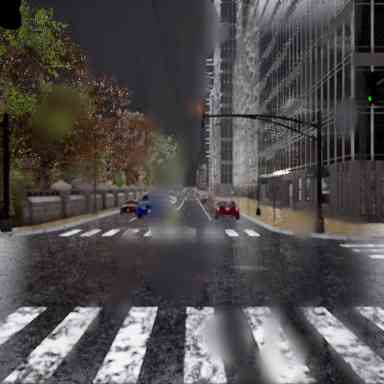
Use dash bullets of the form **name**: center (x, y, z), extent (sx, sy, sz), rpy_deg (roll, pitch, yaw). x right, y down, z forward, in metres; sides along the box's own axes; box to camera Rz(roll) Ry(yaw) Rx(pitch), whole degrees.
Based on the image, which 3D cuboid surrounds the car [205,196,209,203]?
- **car**: center (2.623, 1.393, 32.283), extent (1.947, 1.339, 4.313), rpy_deg (0, 0, 0)

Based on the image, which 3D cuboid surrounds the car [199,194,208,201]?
- **car**: center (2.537, 1.117, 72.224), extent (1.752, 1.417, 4.829), rpy_deg (0, 0, 0)

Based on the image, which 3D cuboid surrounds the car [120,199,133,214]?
- **car**: center (-5.758, 1.373, 32.263), extent (1.887, 1.381, 4.507), rpy_deg (0, 0, 0)

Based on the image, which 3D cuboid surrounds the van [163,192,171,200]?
- **van**: center (-5.855, 0.894, 77.726), extent (1.690, 1.788, 3.998), rpy_deg (0, 0, 0)

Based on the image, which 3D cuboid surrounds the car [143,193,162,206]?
- **car**: center (-5.794, 1.050, 49.310), extent (2.192, 1.841, 5.009), rpy_deg (0, 0, 0)

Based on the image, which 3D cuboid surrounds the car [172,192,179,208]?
- **car**: center (-3.185, 0.988, 44.015), extent (2.150, 2.045, 5.566), rpy_deg (0, 0, 0)

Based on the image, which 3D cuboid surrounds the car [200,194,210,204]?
- **car**: center (2.574, 1.268, 55.008), extent (1.947, 1.339, 4.313), rpy_deg (0, 0, 0)

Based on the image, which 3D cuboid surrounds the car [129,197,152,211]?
- **car**: center (-5.770, 1.348, 37.945), extent (2.008, 1.369, 4.403), rpy_deg (0, 0, 0)

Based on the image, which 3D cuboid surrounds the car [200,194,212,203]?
- **car**: center (2.562, 1.107, 60.688), extent (1.967, 1.590, 4.097), rpy_deg (0, 0, 0)

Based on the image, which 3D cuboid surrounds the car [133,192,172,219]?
- **car**: center (-3.159, 1.073, 27.727), extent (2.150, 2.045, 5.566), rpy_deg (0, 0, 0)

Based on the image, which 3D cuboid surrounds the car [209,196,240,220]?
- **car**: center (2.636, 1.298, 26.602), extent (1.967, 1.590, 4.097), rpy_deg (0, 0, 0)
